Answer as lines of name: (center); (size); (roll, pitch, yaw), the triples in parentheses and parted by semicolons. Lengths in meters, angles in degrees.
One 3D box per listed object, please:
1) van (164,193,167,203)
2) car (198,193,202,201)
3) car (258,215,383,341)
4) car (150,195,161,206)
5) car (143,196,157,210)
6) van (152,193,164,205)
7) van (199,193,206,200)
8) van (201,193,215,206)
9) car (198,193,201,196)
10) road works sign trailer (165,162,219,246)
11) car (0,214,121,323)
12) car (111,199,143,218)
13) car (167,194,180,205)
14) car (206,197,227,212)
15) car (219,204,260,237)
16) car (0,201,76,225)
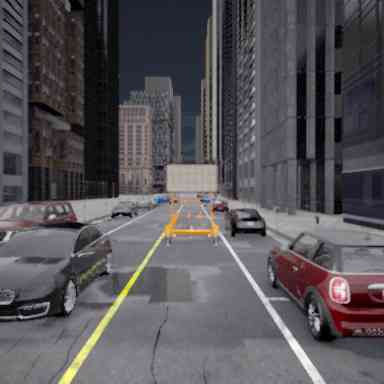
van: (-5.766, 1.243, 57.270); (1.690, 1.788, 3.998); (0, 0, 0)
car: (2.760, 1.464, 68.557); (1.802, 1.307, 4.206); (0, 0, 0)
car: (2.759, 1.429, 6.509); (1.967, 1.590, 4.097); (0, 0, 0)
car: (-5.766, 1.447, 45.819); (1.752, 1.417, 4.829); (0, 0, 0)
car: (-5.765, 1.481, 40.349); (2.008, 1.369, 4.403); (0, 0, 0)
van: (-5.766, 1.252, 51.630); (1.690, 1.788, 3.998); (0, 0, 0)
van: (2.759, 1.193, 85.478); (1.690, 1.788, 3.998); (0, 0, 0)
van: (2.759, 1.253, 51.634); (1.690, 1.788, 3.998); (0, 0, 0)
car: (2.760, 1.454, 74.197); (1.802, 1.307, 4.206); (0, 0, 0)
road works sign trailer: (0.000, 0.438, 15.174); (2.380, 3.560, 2.880); (0, 0, 0)
car: (-3.100, 1.492, 7.478); (1.837, 1.490, 4.892); (0, 0, 0)
car: (-5.765, 1.516, 29.067); (1.947, 1.339, 4.313); (0, 0, 0)
car: (-3.008, 1.447, 58.385); (2.033, 1.411, 5.357); (0, 0, 1)
car: (2.760, 1.485, 34.713); (1.887, 1.381, 4.507); (0, 0, 0)
car: (2.760, 1.535, 17.791); (1.947, 1.339, 4.313); (0, 0, 0)
car: (-5.766, 1.294, 12.144); (2.192, 1.841, 5.009); (0, 0, 0)
